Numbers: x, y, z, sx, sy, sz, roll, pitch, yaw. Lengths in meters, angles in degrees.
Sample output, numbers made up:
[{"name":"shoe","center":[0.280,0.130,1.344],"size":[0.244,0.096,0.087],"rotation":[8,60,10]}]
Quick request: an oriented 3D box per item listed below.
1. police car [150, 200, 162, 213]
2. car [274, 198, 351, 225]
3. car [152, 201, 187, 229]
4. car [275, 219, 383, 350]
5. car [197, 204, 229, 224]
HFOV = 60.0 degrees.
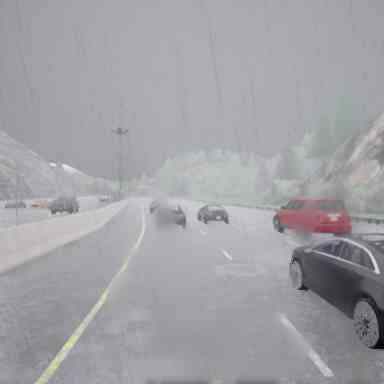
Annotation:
[{"name":"police car","center":[-4.272,1.771,41.736],"size":[2.038,1.542,4.974],"rotation":[0,0,-9]},{"name":"car","center":[6.151,1.313,17.614],"size":[2.150,2.045,5.566],"rotation":[0,0,-5]},{"name":"car","center":[-1.481,1.635,22.620],"size":[2.128,1.511,4.902],"rotation":[0,0,-7]},{"name":"car","center":[3.375,1.522,6.268],"size":[2.128,1.511,4.902],"rotation":[0,0,-2]},{"name":"car","center":[1.596,1.681,26.057],"size":[1.812,1.442,4.674],"rotation":[0,0,-8]}]
